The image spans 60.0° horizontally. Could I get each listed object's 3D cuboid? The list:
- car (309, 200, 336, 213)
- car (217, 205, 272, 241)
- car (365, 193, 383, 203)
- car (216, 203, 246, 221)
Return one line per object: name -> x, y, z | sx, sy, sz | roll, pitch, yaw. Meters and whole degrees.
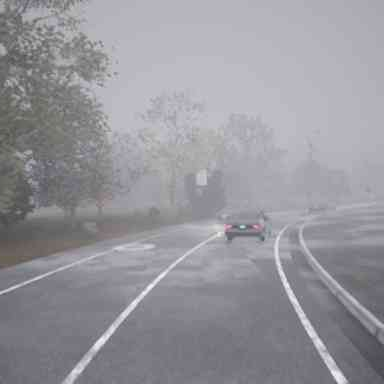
car -> 15.112, 1.600, 38.557 | 1.994, 1.385, 4.181 | -5, -2, 40
car -> 3.041, 1.621, 17.267 | 2.033, 1.411, 5.357 | -1, -1, 18
car -> 31.948, 0.995, 57.987 | 4.902, 1.511, 2.128 | -4, -2, -37
car -> 3.588, 1.716, 27.523 | 2.128, 1.511, 4.902 | -2, -1, 28
